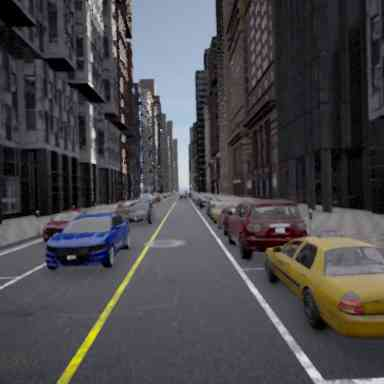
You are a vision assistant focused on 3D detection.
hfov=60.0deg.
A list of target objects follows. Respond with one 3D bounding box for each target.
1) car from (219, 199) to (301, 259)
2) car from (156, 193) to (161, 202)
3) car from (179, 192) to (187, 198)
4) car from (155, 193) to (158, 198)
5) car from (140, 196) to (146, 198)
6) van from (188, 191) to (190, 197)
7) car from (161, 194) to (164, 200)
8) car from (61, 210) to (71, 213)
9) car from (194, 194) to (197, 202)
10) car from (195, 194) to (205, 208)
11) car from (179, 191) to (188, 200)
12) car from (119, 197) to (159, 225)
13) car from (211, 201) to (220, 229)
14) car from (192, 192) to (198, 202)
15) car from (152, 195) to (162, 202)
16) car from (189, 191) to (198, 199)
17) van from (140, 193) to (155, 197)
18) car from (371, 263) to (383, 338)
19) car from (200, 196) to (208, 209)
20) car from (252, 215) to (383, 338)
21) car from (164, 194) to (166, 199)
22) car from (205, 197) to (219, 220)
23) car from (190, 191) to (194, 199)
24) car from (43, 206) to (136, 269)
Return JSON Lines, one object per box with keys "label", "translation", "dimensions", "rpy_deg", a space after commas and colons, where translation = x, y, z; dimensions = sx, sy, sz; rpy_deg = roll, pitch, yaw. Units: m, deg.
{"label": "car", "translation": [2.477, 1.173, 11.976], "dimensions": [2.192, 1.841, 5.009], "rpy_deg": [-2, 0, -2]}
{"label": "car", "translation": [-7.412, 1.444, 62.127], "dimensions": [1.802, 1.307, 4.206], "rpy_deg": [-2, 0, -2]}
{"label": "car", "translation": [-2.467, 0.891, 91.809], "dimensions": [1.882, 1.535, 5.008], "rpy_deg": [-2, 0, -2]}
{"label": "car", "translation": [-7.256, 1.414, 56.357], "dimensions": [1.752, 1.417, 4.829], "rpy_deg": [-2, 0, -2]}
{"label": "car", "translation": [-6.799, 1.549, 39.727], "dimensions": [1.802, 1.307, 4.206], "rpy_deg": [-2, 0, -2]}
{"label": "van", "translation": [0.638, 0.879, 79.172], "dimensions": [1.690, 1.788, 3.998], "rpy_deg": [-2, 0, -2]}
{"label": "car", "translation": [-7.574, 1.151, 67.726], "dimensions": [2.192, 1.841, 5.009], "rpy_deg": [-2, 0, -2]}
{"label": "car", "translation": [-6.187, 1.621, 17.327], "dimensions": [1.887, 1.381, 4.507], "rpy_deg": [-2, 0, -2]}
{"label": "car", "translation": [1.566, 1.276, 45.576], "dimensions": [1.802, 1.307, 4.206], "rpy_deg": [-2, 0, -2]}
{"label": "car", "translation": [1.718, 1.286, 39.976], "dimensions": [1.947, 1.339, 4.313], "rpy_deg": [-2, 0, -2]}
{"label": "car", "translation": [-2.178, 1.100, 81.387], "dimensions": [1.837, 1.490, 4.892], "rpy_deg": [-2, 0, -2]}
{"label": "car", "translation": [-3.689, 1.467, 24.030], "dimensions": [1.837, 1.490, 4.892], "rpy_deg": [-2, 1, -1]}
{"label": "car", "translation": [2.331, 1.375, 17.577], "dimensions": [1.887, 1.381, 4.507], "rpy_deg": [-2, 0, -2]}
{"label": "car", "translation": [1.408, 1.108, 51.174], "dimensions": [1.967, 1.590, 4.097], "rpy_deg": [-2, 0, -2]}
{"label": "car", "translation": [-7.719, 1.392, 73.327], "dimensions": [1.802, 1.307, 4.206], "rpy_deg": [-2, 0, -2]}
{"label": "car", "translation": [0.330, 0.805, 90.370], "dimensions": [2.192, 1.841, 5.009], "rpy_deg": [-2, 0, -2]}
{"label": "van", "translation": [-7.113, 1.255, 50.926], "dimensions": [1.690, 1.788, 3.998], "rpy_deg": [-2, 0, -2]}
{"label": "car", "translation": [2.786, 1.438, 0.948], "dimensions": [1.752, 1.417, 4.829], "rpy_deg": [-2, 0, -2]}
{"label": "car", "translation": [2.025, 1.326, 28.777], "dimensions": [2.008, 1.369, 4.403], "rpy_deg": [-2, 0, -2]}
{"label": "car", "translation": [2.633, 1.410, 6.548], "dimensions": [1.752, 1.417, 4.829], "rpy_deg": [-2, 0, -2]}
{"label": "car", "translation": [-7.877, 1.225, 78.926], "dimensions": [1.967, 1.590, 4.097], "rpy_deg": [-2, 0, -2]}
{"label": "car", "translation": [2.172, 1.327, 23.347], "dimensions": [1.752, 1.417, 4.829], "rpy_deg": [-2, 0, -2]}
{"label": "car", "translation": [1.101, 1.055, 62.373], "dimensions": [1.967, 1.590, 4.097], "rpy_deg": [-2, 0, -2]}
{"label": "car", "translation": [-3.366, 1.506, 11.591], "dimensions": [1.882, 1.535, 5.008], "rpy_deg": [-2, 0, -2]}
